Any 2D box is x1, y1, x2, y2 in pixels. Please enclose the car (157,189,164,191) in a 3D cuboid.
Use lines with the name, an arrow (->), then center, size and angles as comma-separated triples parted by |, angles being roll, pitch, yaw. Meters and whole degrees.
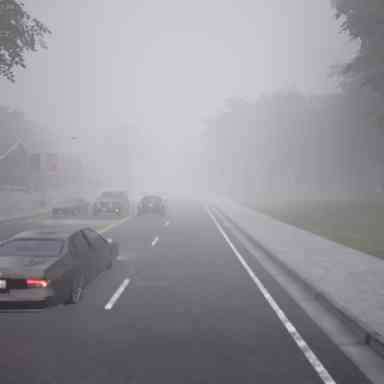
car -> -6.510, 0.110, 68.381 | 1.812, 1.442, 4.674 | 0, 2, 0

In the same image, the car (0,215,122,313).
car -> -3.157, 1.530, 7.942 | 2.033, 1.411, 5.357 | 0, 0, 0

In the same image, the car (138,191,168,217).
car -> -3.158, 1.034, 27.602 | 2.097, 1.767, 4.553 | 0, 1, 0

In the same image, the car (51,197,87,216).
car -> -9.851, 1.163, 27.436 | 1.882, 1.535, 5.008 | 0, 1, 0

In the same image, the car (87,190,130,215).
car -> -6.602, 0.899, 27.791 | 2.150, 2.045, 5.566 | 0, 1, 0
